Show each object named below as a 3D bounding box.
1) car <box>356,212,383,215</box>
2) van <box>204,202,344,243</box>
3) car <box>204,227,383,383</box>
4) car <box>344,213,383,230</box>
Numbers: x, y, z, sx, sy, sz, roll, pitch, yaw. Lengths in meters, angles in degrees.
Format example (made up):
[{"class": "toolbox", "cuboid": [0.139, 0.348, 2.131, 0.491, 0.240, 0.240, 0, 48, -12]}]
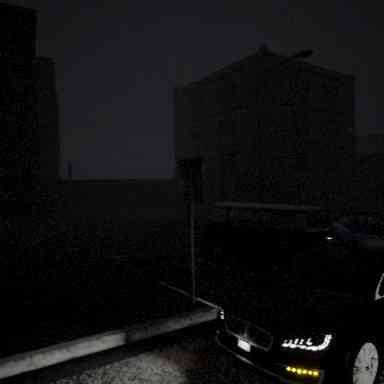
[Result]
[{"class": "car", "cuboid": [11.433, 1.930, 17.095, 2.163, 1.488, 4.792, 2, -1, -35]}, {"class": "van", "cuboid": [2.171, 1.332, 10.684, 1.878, 1.987, 4.442, 1, -1, -35]}, {"class": "car", "cuboid": [2.571, 1.540, 5.202, 4.892, 1.490, 1.837, 1, -1, -36]}, {"class": "car", "cuboid": [4.492, 1.626, 12.198, 2.097, 1.535, 5.008, 2, -1, -35]}]
